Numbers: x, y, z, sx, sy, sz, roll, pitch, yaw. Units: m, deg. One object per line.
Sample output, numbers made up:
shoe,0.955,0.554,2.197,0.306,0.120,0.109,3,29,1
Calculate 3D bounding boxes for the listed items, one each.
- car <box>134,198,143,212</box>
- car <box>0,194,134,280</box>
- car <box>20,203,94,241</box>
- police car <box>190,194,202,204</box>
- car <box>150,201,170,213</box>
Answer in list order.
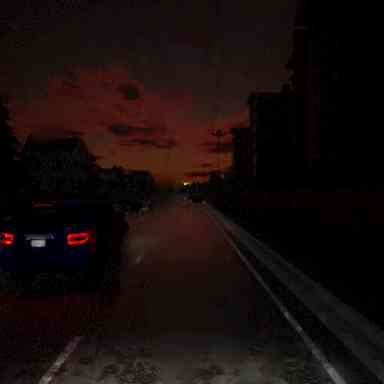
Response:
car,-6.914,1.479,38.634,2.128,1.511,4.902,0,0,0
car,-3.404,1.220,10.062,2.150,2.045,5.566,0,0,0
car,-6.907,1.472,17.674,1.882,1.535,5.008,0,0,0
police car,1.027,1.403,65.305,1.930,1.638,5.238,0,0,0
car,-3.413,1.589,36.269,1.895,1.301,4.718,0,0,0
